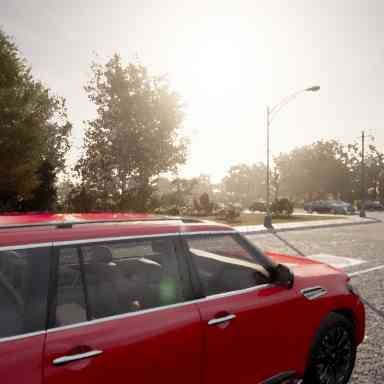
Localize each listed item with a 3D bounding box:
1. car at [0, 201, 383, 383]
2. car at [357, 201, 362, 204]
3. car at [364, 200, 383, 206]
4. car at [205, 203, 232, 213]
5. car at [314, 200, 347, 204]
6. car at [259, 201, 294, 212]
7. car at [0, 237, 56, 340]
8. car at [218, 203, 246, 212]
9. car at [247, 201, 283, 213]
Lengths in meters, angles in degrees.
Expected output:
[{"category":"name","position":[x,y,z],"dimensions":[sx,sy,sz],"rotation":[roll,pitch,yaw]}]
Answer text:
[{"category":"car","position":[-0.466,1.222,3.424],"dimensions":[5.566,2.045,2.150],"rotation":[0,0,-37]},{"category":"car","position":[17.006,1.745,39.246],"dimensions":[2.128,1.511,4.902],"rotation":[0,-2,-33]},{"category":"car","position":[22.752,1.815,43.497],"dimensions":[1.812,1.442,4.674],"rotation":[0,-2,-31]},{"category":"car","position":[4.161,2.542,53.240],"dimensions":[1.837,1.490,4.892],"rotation":[0,-3,-32]},{"category":"car","position":[14.624,1.708,36.479],"dimensions":[2.128,1.511,4.902],"rotation":[0,-1,-32]},{"category":"car","position":[11.968,2.093,47.337],"dimensions":[1.837,1.490,4.892],"rotation":[0,-3,-32]},{"category":"car","position":[-4.722,1.601,4.922],"dimensions":[4.718,1.301,1.895],"rotation":[0,0,-35]},{"category":"car","position":[6.649,2.600,55.866],"dimensions":[1.837,1.490,4.892],"rotation":[0,-3,-32]},{"category":"car","position":[9.663,2.028,44.415],"dimensions":[1.837,1.490,4.892],"rotation":[0,-3,-32]}]
